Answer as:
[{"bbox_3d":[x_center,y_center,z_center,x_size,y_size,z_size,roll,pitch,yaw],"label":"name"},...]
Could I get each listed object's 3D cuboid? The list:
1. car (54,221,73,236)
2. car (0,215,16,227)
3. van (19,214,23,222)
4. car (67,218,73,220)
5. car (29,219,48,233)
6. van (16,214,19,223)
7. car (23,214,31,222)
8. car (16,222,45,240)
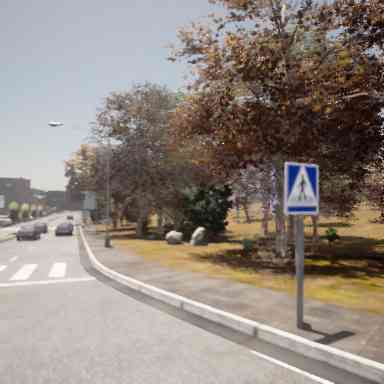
[{"bbox_3d":[-15.575,4.579,40.409,1.994,1.385,4.181,1,-3,-20],"label":"car"},{"bbox_3d":[-35.429,5.423,62.466,2.435,2.045,5.566,1,-3,-19],"label":"car"},{"bbox_3d":[-39.023,5.992,72.852,1.878,1.987,4.442,1,-3,-19],"label":"van"},{"bbox_3d":[-18.908,5.089,49.858,1.994,1.385,4.181,1,-3,-19],"label":"car"},{"bbox_3d":[-20.724,4.824,45.264,2.033,1.411,5.357,1,-3,-19],"label":"car"},{"bbox_3d":[-37.212,5.719,67.616,1.878,1.987,4.442,1,-3,-19],"label":"van"},{"bbox_3d":[-42.675,6.505,83.407,2.435,2.045,5.566,1,-3,-19],"label":"car"},{"bbox_3d":[-16.843,4.185,34.350,2.033,1.411,5.357,1,-4,-19],"label":"car"}]
